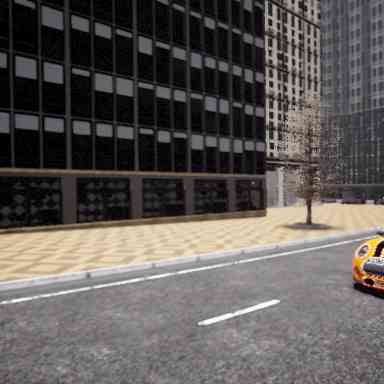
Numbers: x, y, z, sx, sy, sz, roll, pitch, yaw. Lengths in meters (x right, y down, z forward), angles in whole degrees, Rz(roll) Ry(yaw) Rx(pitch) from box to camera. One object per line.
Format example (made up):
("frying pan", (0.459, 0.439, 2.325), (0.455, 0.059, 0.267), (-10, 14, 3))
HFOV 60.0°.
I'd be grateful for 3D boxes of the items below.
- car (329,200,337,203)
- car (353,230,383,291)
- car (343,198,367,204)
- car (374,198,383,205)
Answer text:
("car", (25.893, 1.550, 64.702), (1.947, 1.339, 4.313), (0, 1, -39))
("car", (5.946, 1.383, 8.289), (4.553, 1.767, 2.097), (0, 0, -38))
("car", (29.395, 1.602, 60.225), (1.802, 1.307, 4.206), (0, 1, -39))
("car", (32.929, 1.622, 55.771), (1.947, 1.339, 4.313), (0, 1, -39))
